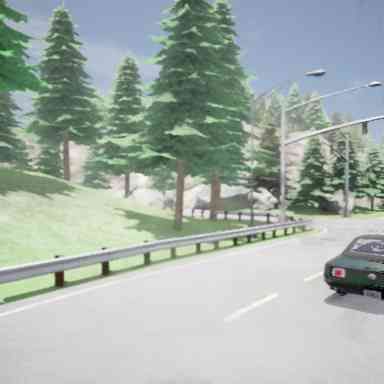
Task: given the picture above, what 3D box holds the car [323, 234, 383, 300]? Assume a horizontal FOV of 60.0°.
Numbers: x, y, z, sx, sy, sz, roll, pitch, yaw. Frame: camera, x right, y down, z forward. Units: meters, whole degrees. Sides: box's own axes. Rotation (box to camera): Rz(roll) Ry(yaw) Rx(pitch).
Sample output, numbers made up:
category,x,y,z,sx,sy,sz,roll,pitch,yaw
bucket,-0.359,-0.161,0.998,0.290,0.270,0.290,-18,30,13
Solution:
category,x,y,z,sx,sy,sz,roll,pitch,yaw
car,4.870,1.681,8.039,1.895,1.301,4.718,0,0,40
